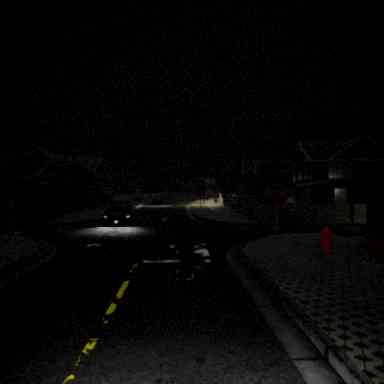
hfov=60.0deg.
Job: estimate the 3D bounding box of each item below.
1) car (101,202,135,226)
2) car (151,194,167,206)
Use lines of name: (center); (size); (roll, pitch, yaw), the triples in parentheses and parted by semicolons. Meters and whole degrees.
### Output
car: (-4.751, 1.347, 22.121); (2.033, 1.411, 5.357); (0, 0, -7)
car: (-4.644, 1.087, 47.505); (1.882, 1.535, 5.008); (0, 1, 2)
